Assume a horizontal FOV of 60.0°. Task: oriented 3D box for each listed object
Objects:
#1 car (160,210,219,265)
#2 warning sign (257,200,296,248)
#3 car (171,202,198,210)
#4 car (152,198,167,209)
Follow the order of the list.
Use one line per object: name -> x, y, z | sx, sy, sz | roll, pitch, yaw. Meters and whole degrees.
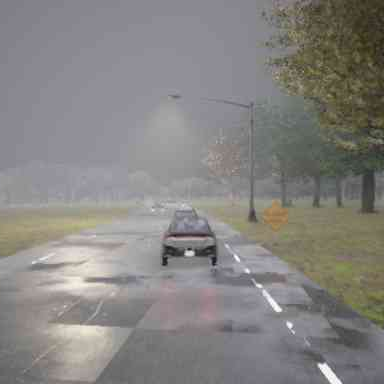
car -> -0.094, 1.649, 12.292 | 2.128, 1.511, 4.902 | 0, -1, -1
warning sign -> 3.411, 1.286, 13.600 | 1.300, 1.860, 1.060 | 1, 0, -1
car -> -0.525, 1.838, 27.326 | 2.128, 1.511, 4.902 | 0, -1, -2
car -> -5.958, 2.087, 58.379 | 2.097, 1.767, 4.553 | 0, -1, -4
